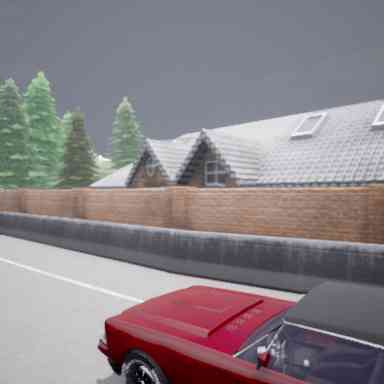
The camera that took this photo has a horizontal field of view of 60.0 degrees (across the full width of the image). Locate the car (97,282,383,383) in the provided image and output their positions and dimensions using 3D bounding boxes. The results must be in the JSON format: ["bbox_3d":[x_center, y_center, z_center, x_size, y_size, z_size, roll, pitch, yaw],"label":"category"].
[{"bbox_3d":[1.256,1.611,3.163,4.718,1.301,1.895,0,0,36],"label":"car"}]
